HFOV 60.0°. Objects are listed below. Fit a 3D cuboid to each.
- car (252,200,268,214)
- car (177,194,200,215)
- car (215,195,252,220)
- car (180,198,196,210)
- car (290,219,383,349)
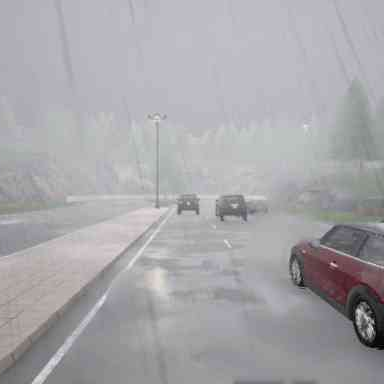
[{"bbox_3d":[6.631,1.562,34.837,1.994,1.385,4.181,0,0,-1],"label":"car"},{"bbox_3d":[-0.367,1.221,34.337,2.150,2.045,5.566,0,0,0],"label":"car"},{"bbox_3d":[3.221,1.222,27.859,2.150,2.045,5.566,0,0,-1],"label":"car"},{"bbox_3d":[-0.485,1.547,44.515,2.033,1.411,5.357,0,0,0],"label":"car"},{"bbox_3d":[3.495,1.353,6.419,2.097,1.767,4.553,0,0,-1],"label":"car"}]
